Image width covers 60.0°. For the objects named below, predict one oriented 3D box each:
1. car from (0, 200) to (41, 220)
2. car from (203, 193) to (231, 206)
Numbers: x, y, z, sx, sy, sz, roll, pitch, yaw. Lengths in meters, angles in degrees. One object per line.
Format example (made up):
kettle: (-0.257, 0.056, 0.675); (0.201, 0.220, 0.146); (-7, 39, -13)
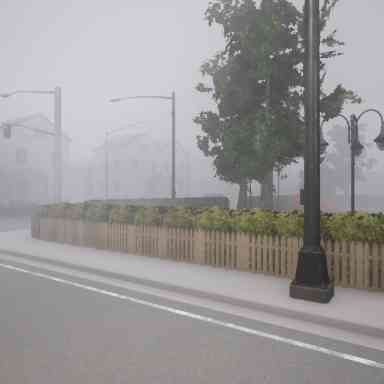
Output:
car: (-14.990, 1.478, 27.910); (1.882, 1.535, 5.008); (0, 0, 35)
car: (3.515, 1.221, 48.168); (2.150, 2.045, 5.566); (0, 0, 35)
